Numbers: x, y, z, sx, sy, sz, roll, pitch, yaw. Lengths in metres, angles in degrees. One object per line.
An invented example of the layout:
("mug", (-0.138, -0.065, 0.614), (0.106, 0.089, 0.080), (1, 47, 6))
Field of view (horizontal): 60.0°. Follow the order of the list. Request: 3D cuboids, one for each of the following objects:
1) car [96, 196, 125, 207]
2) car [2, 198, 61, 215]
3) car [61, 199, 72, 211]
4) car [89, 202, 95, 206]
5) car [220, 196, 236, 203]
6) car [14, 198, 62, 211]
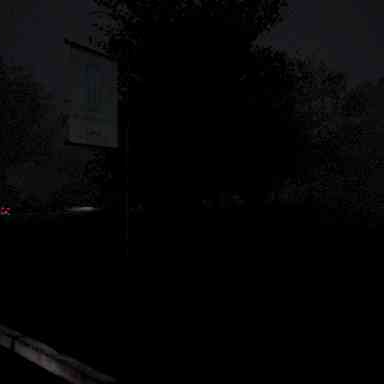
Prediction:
("car", (-10.185, 1.185, 46.638), (2.150, 2.045, 5.566), (0, 0, 38))
("car", (-16.097, 1.598, 33.210), (1.895, 1.301, 4.718), (0, 0, 39))
("car", (-16.501, 1.470, 38.652), (1.882, 1.535, 5.008), (0, 0, 39))
("car", (-12.508, 1.508, 49.342), (2.033, 1.411, 5.357), (0, 0, 38))
("car", (6.998, 1.377, 64.436), (1.994, 1.385, 4.181), (0, 0, 32))
("car", (-18.964, 1.484, 41.176), (2.128, 1.511, 4.902), (0, 0, 39))
